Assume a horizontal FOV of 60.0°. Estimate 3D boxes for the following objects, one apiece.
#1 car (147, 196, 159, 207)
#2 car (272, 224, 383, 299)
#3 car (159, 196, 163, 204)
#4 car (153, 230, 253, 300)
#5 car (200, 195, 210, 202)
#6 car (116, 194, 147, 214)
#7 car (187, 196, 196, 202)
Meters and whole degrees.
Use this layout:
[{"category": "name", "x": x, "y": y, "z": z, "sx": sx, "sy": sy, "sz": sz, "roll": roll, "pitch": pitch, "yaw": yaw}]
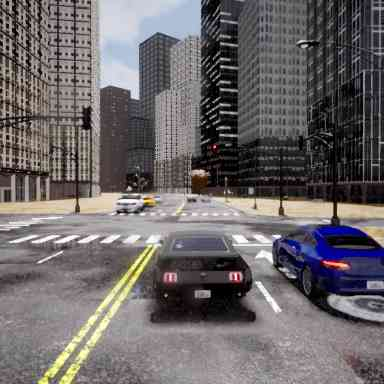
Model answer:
[{"category": "car", "x": -6.553, "y": 1.427, "z": 49.555, "sx": 1.882, "sy": 1.535, "sz": 5.008, "roll": 0, "pitch": 0, "yaw": 0}, {"category": "car", "x": 3.347, "y": 1.523, "z": 8.339, "sx": 1.812, "sy": 1.442, "sz": 4.674, "roll": 0, "pitch": 0, "yaw": 1}, {"category": "car", "x": -6.556, "y": 1.447, "z": 62.782, "sx": 1.812, "sy": 1.442, "sz": 4.674, "roll": 0, "pitch": 0, "yaw": 0}, {"category": "car", "x": 0.104, "y": 1.598, "z": 8.367, "sx": 1.895, "sy": 1.301, "sz": 4.718, "roll": 0, "pitch": 0, "yaw": -3}, {"category": "car", "x": 2.985, "y": 1.412, "z": 75.644, "sx": 1.812, "sy": 1.442, "sz": 4.674, "roll": 0, "pitch": 0, "yaw": -3}, {"category": "car", "x": -6.573, "y": 1.197, "z": 35.677, "sx": 2.150, "sy": 2.045, "sz": 5.566, "roll": 0, "pitch": 0, "yaw": 0}, {"category": "car", "x": -0.151, "y": 1.493, "z": 73.030, "sx": 1.895, "sy": 1.301, "sz": 4.718, "roll": 0, "pitch": 0, "yaw": -2}]
